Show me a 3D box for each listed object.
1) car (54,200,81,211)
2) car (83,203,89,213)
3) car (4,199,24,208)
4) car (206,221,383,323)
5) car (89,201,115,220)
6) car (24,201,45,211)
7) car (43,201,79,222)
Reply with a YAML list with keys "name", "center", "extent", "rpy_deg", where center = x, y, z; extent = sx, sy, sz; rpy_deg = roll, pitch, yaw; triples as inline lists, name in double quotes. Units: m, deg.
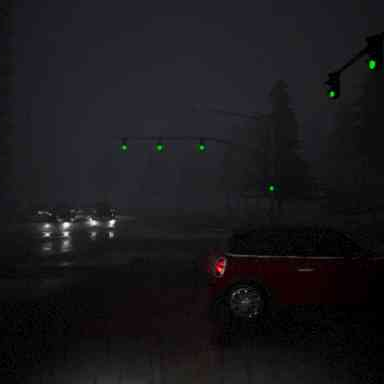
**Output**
- name: "car"
  center: [-18.652, 1.994, 49.706]
  extent: [5.008, 1.535, 1.882]
  rpy_deg: [-1, -1, 44]
- name: "car"
  center: [-12.039, 2.027, 40.876]
  extent: [1.895, 1.301, 4.718]
  rpy_deg: [0, -1, -29]
- name: "car"
  center: [-31.593, 1.957, 58.555]
  extent: [4.553, 1.767, 2.097]
  rpy_deg: [0, -1, 23]
- name: "car"
  center: [2.573, 1.460, 6.910]
  extent: [4.553, 1.767, 2.097]
  rpy_deg: [0, -1, 0]
- name: "car"
  center: [-8.723, 1.692, 32.525]
  extent: [2.097, 1.767, 4.553]
  rpy_deg: [0, -1, -17]
- name: "car"
  center: [-22.074, 2.061, 48.139]
  extent: [4.181, 1.385, 1.994]
  rpy_deg: [0, -1, 42]
- name: "car"
  center: [-11.723, 1.818, 30.139]
  extent: [1.837, 1.490, 4.892]
  rpy_deg: [0, -1, -12]
